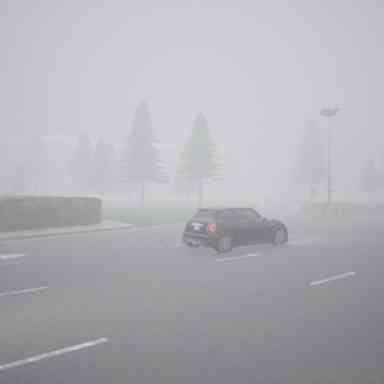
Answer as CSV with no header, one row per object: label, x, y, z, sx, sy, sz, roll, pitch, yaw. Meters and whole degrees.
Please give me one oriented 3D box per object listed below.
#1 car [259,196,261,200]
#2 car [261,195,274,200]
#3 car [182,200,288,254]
car,18.613,1.561,87.169,1.882,1.535,5.008,0,0,5
car,17.809,1.668,77.220,1.895,1.301,4.718,0,0,5
car,1.897,1.366,13.742,4.553,1.767,2.097,0,0,-36
